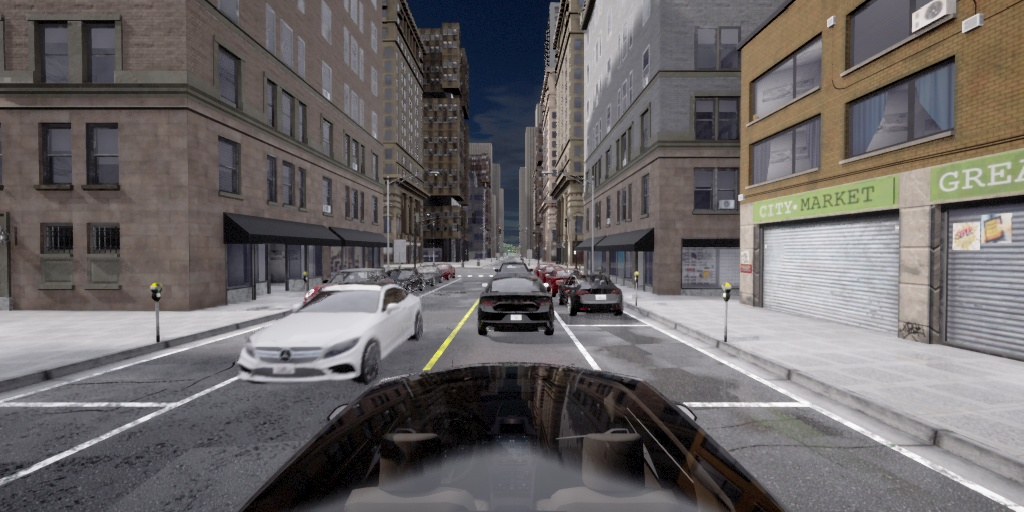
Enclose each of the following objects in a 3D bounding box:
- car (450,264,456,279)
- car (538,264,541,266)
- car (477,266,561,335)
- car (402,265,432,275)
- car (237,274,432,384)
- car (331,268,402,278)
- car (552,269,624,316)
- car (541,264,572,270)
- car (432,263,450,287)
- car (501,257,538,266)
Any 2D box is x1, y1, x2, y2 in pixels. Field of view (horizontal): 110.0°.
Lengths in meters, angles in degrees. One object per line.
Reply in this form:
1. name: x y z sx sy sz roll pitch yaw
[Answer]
1. car: -5.761 1.293 29.687 1.888 1.381 4.507 0 0 0
2. car: 2.764 1.293 24.180 1.888 1.381 4.507 0 0 0
3. car: 0.099 1.226 10.499 1.882 1.535 5.008 0 0 0
4. car: -5.762 1.313 18.676 1.948 1.339 4.313 0 0 0
5. car: -3.098 1.274 7.201 1.812 1.442 4.674 0 0 0
6. car: -5.763 1.188 13.171 1.967 1.591 4.097 0 0 0
7. car: 2.763 1.314 13.170 1.948 1.339 4.313 0 0 0
8. car: 2.764 1.293 18.674 1.888 1.381 4.507 0 0 0
9. car: -5.761 1.298 24.181 2.007 1.370 4.403 0 0 0
10. car: 0.104 1.100 19.722 2.097 1.767 4.553 0 0 0
